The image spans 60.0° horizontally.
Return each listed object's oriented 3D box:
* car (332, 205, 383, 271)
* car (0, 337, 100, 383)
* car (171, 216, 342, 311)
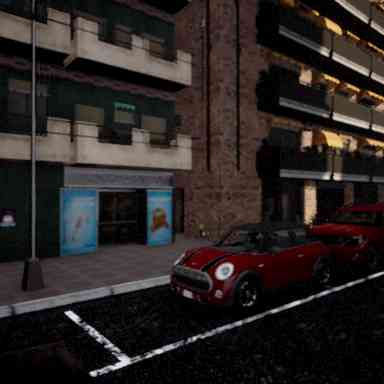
[{"bbox_3d":[5.898,1.386,11.363,5.009,1.841,2.192,0,0,-38],"label":"car"},{"bbox_3d":[-2.593,1.630,1.214,4.718,1.301,1.895,0,-1,-38],"label":"car"},{"bbox_3d":[1.478,1.505,7.865,4.097,1.590,1.967,0,0,-38],"label":"car"}]
